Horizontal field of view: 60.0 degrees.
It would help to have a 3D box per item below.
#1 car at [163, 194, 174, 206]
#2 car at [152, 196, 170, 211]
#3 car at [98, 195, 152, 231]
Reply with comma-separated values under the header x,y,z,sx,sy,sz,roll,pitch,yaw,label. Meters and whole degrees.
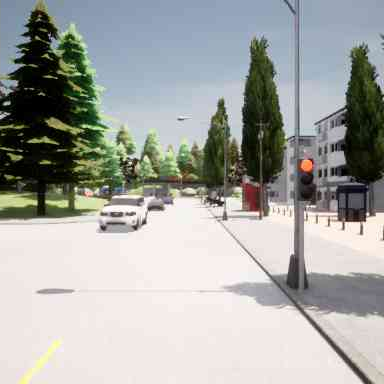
x,y,z,sx,sy,sz,roll,pitch,yaw,label
-4.110,1.564,55.780,1.994,1.385,4.181,0,0,0,car
-4.129,1.547,40.160,2.033,1.411,5.357,0,0,0,car
-4.116,1.224,20.746,2.150,2.045,5.566,0,0,0,car
